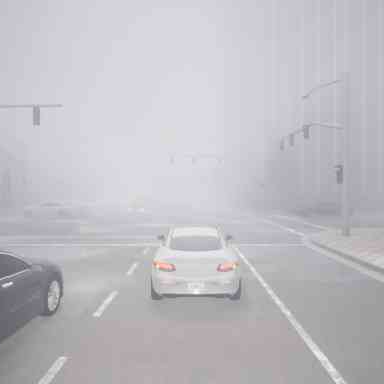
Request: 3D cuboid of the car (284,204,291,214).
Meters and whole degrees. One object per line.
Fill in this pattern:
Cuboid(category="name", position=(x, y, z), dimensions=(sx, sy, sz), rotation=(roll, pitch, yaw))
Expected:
Cuboid(category="car", position=(11.515, 1.491, 32.541), dimensions=(4.902, 1.511, 2.128), rotation=(0, 0, 0))

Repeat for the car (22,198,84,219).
Cuboid(category="car", position=(-12.261, 1.525, 28.858), dimensions=(4.674, 1.442, 1.812), rotation=(0, 0, -1))

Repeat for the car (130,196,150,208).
Cuboid(category="car", position=(-7.796, 1.478, 48.718), dimensions=(1.882, 1.535, 5.008), rotation=(0, 0, -1))

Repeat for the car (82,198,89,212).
Cuboid(category="car", position=(-12.445, 1.525, 32.368), dimensions=(4.674, 1.442, 1.812), rotation=(0, 0, 0))

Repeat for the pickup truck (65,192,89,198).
Cuboid(category="pickup truck", position=(-24.637, 1.059, 70.312), dimensions=(2.390, 2.098, 6.274), rotation=(0, 0, 30))

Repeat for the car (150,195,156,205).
Cuboid(category="car", position=(-7.920, 1.505, 57.972), dimensions=(1.837, 1.490, 4.892), rotation=(0, 0, -1))

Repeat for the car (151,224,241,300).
Cuboid(category="car", position=(0.080, 1.526, 8.252), dimensions=(1.812, 1.442, 4.674), rotation=(0, 0, 0))

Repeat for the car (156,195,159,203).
Cuboid(category="car", position=(-7.994, 1.352, 68.154), dimensions=(2.097, 1.767, 4.553), rotation=(0, 0, 0))

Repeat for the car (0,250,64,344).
Cuboid(category="car", position=(-3.434, 1.505, 4.603), dimensions=(1.837, 1.490, 4.892), rotation=(0, 0, 1))

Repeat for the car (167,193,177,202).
Cuboid(category="car", position=(-4.604, 1.225, 76.966), dimensions=(2.150, 2.045, 5.566), rotation=(0, 0, -1))

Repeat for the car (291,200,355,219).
Cuboid(category="car", position=(11.547, 1.505, 29.041), dimensions=(4.892, 1.490, 1.837), rotation=(0, 0, 0))
